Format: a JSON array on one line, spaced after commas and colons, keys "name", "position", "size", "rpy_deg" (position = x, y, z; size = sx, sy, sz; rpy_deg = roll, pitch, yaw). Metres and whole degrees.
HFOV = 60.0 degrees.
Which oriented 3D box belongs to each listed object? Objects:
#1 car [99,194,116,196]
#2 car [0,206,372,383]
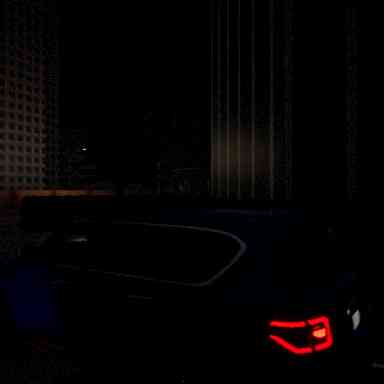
[{"name": "car", "position": [-11.965, 1.274, 45.371], "size": [2.150, 2.045, 5.566], "rpy_deg": [0, 0, 36]}, {"name": "car", "position": [-0.725, 1.219, 4.505], "size": [5.566, 2.045, 2.150], "rpy_deg": [0, 0, 35]}]
